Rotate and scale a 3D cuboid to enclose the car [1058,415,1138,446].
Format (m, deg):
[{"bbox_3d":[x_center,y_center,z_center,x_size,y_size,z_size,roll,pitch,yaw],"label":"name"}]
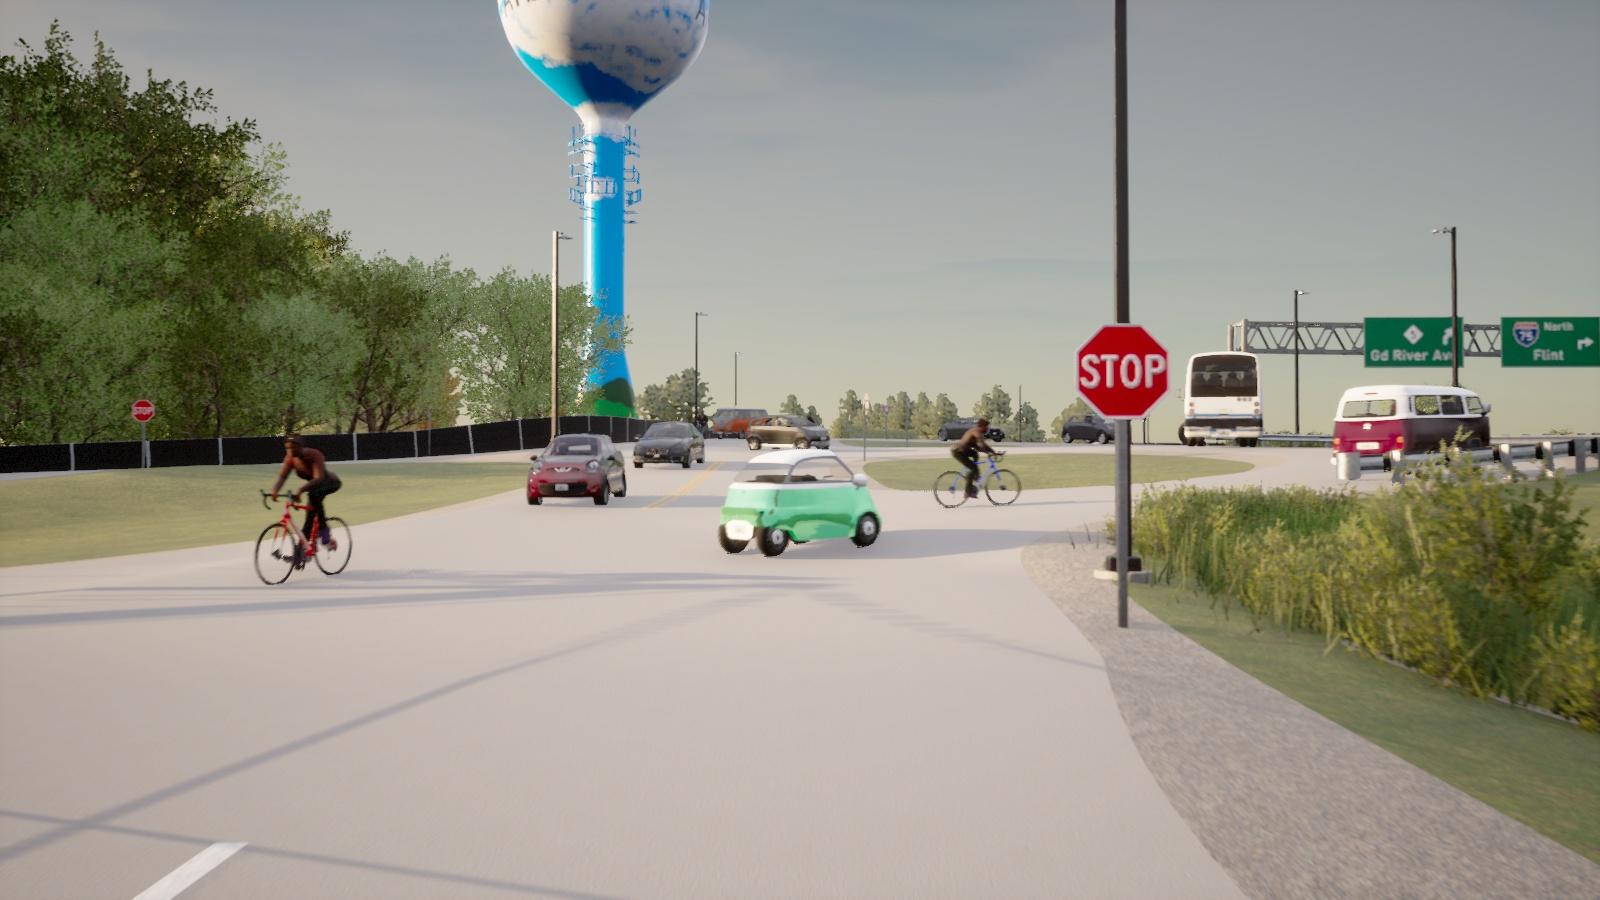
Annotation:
[{"bbox_3d":[14.817,-0.979,62.535,1.845,1.501,3.633,0,1,-30],"label":"car"}]

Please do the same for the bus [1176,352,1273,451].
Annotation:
[{"bbox_3d":[19.945,-2.274,59.585,3.944,4.253,10.273,1,2,17],"label":"bus"}]

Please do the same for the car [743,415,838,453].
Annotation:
[{"bbox_3d":[-0.424,-0.718,53.975,3.705,1.549,1.789,2,4,35],"label":"car"}]

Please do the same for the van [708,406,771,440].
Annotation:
[{"bbox_3d":[-3.682,-1.644,77.191,1.775,1.987,4.442,0,1,29],"label":"van"}]

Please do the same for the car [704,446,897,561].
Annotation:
[{"bbox_3d":[0.026,0.668,17.098,1.481,1.376,2.207,0,2,44],"label":"car"}]

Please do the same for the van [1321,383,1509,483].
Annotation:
[{"bbox_3d":[13.677,-0.394,27.828,4.480,2.038,2.069,-2,1,-40],"label":"van"}]

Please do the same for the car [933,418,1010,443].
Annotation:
[{"bbox_3d":[9.638,-1.110,70.821,1.994,1.385,4.181,0,1,-34],"label":"car"}]

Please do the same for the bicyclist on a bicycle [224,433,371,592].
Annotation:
[{"bbox_3d":[-5.456,0.630,13.739,0.582,1.620,1.656,0,1,16],"label":"bicyclist on a bicycle"}]

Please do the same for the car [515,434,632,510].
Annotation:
[{"bbox_3d":[-4.903,0.423,27.650,1.845,1.501,3.633,0,2,1],"label":"car"}]

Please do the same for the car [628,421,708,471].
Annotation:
[{"bbox_3d":[-4.456,-0.181,43.081,1.837,1.490,4.892,0,3,5],"label":"car"}]

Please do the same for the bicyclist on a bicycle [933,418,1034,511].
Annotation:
[{"bbox_3d":[3.338,0.253,22.903,1.656,1.620,0.582,-2,0,-8],"label":"bicyclist on a bicycle"}]
